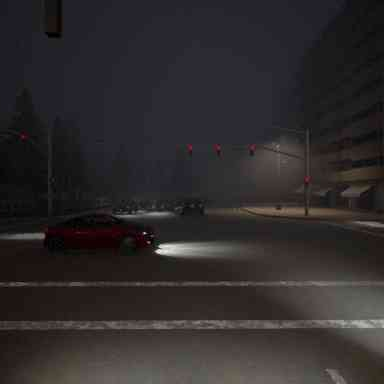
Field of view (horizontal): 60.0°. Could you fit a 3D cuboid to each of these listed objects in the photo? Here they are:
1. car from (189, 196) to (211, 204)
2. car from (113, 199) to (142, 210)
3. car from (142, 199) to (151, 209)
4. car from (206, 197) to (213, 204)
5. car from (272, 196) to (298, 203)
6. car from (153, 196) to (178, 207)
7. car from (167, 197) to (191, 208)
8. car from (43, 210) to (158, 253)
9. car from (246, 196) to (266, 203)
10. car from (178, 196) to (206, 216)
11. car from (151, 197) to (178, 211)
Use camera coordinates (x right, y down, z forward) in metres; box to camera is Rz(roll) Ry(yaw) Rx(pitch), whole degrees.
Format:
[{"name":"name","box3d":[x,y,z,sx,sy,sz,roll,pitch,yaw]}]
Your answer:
[{"name":"car","box3d":[1.642,1.492,65.732,2.128,1.511,4.902,0,0,35]},{"name":"car","box3d":[-6.945,1.526,35.047,1.812,1.442,4.674,0,0,2]},{"name":"car","box3d":[-6.398,1.601,44.125,1.895,1.301,4.718,0,0,6]},{"name":"car","box3d":[2.003,1.601,59.585,1.895,1.301,4.718,0,0,31]},{"name":"car","box3d":[18.520,1.478,67.542,5.008,1.535,1.882,0,0,-33]},{"name":"car","box3d":[-4.269,1.491,53.968,2.128,1.511,4.902,0,0,20]},{"name":"car","box3d":[-1.891,1.547,50.358,2.033,1.411,5.357,0,0,15]},{"name":"car","box3d":[-3.593,1.576,13.198,4.181,1.385,1.994,0,0,0]},{"name":"car","box3d":[13.156,1.477,68.031,5.008,1.535,1.882,0,0,-41]},{"name":"car","box3d":[0.097,1.351,33.095,2.097,1.767,4.553,0,0,2]},{"name":"car","box3d":[-3.208,1.491,40.629,2.128,1.511,4.902,0,0,4]}]
